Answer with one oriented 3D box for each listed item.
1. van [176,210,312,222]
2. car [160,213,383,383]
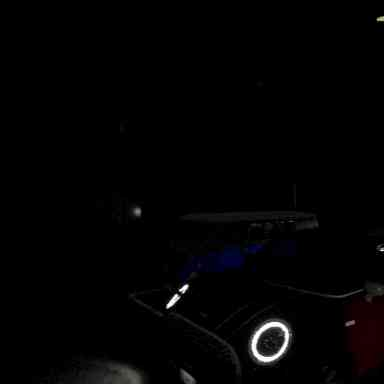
[{"bbox_3d":[1.285,1.341,7.680,3.998,1.788,1.690,0,0,-35],"label":"van"},{"bbox_3d":[1.816,1.352,4.721,4.553,1.767,2.097,0,0,-34],"label":"car"}]
